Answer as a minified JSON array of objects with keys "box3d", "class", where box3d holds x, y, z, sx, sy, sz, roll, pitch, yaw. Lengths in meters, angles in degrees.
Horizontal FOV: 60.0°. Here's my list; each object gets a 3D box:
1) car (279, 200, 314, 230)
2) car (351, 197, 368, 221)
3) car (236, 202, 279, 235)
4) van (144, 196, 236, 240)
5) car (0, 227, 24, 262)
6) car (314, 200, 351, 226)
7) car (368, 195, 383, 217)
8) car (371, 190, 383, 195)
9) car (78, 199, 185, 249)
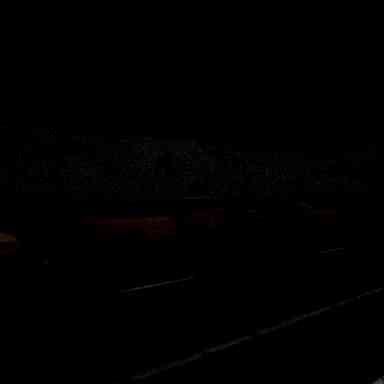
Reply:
[{"box3d":[4.327,1.374,19.751,4.792,1.488,2.163,-1,0,34],"class":"car"},{"box3d":[9.238,1.278,23.193,4.792,1.488,2.163,-1,0,34],"class":"car"},{"box3d":[1.927,1.420,17.998,4.674,1.452,2.002,-1,0,34],"class":"car"},{"box3d":[-0.403,1.189,16.211,4.442,1.987,1.878,-1,-1,34],"class":"van"},{"box3d":[-7.633,1.488,10.962,5.366,1.575,1.946,-1,-1,34],"class":"car"},{"box3d":[6.940,1.291,21.374,5.366,1.575,1.946,-1,0,34],"class":"car"},{"box3d":[14.071,1.177,26.674,4.674,1.452,2.002,-1,0,34],"class":"car"},{"box3d":[16.464,0.826,28.424,5.566,2.045,2.435,-1,0,34],"class":"car"},{"box3d":[-2.910,1.319,14.515,4.553,1.767,2.185,-1,0,34],"class":"car"}]
